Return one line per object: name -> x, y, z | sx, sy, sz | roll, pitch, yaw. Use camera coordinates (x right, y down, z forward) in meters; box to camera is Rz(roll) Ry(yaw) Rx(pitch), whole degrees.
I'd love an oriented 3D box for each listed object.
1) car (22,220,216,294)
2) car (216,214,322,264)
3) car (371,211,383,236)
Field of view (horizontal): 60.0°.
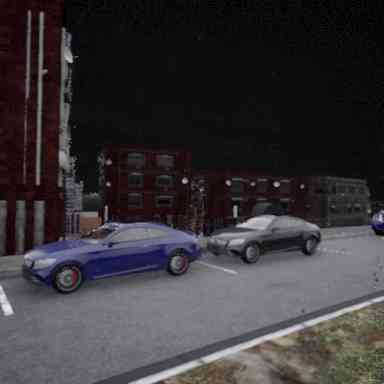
car -> -1.893, 1.508, 8.854 | 4.674, 1.452, 2.002 | 0, 0, -34
car -> 2.714, 1.529, 11.936 | 4.674, 1.452, 2.002 | 0, 0, -33
car -> 12.068, 1.346, 17.816 | 5.566, 2.045, 2.435 | 1, -1, -30
